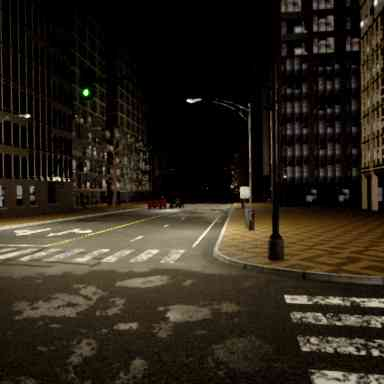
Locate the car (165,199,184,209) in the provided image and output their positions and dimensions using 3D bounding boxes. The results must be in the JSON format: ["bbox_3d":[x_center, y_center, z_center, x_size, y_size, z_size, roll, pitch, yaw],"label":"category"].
[{"bbox_3d":[-2.495,1.983,54.950,2.128,1.511,4.902,-1,-1,8],"label":"car"}]

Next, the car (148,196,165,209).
[{"bbox_3d":[-5.720,1.753,55.369,2.150,2.045,5.566,-1,-1,8],"label":"car"}]
